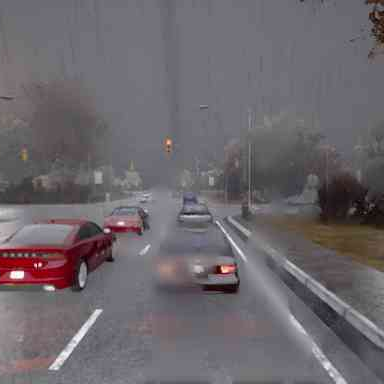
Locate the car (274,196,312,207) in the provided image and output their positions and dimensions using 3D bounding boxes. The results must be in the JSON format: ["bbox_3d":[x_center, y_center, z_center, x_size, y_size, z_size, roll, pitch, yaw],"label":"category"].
[{"bbox_3d":[13.486,1.212,43.122,5.357,1.411,2.033,0,1,-3],"label":"car"}]

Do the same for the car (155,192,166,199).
[{"bbox_3d":[-7.114,0.855,75.739,2.128,1.511,4.902,0,1,-1],"label":"car"}]

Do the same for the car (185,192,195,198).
[{"bbox_3d":[-0.554,0.679,87.369,2.128,1.511,4.902,0,1,-4],"label":"car"}]

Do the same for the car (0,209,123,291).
[{"bbox_3d":[-3.396,1.443,8.936,1.882,1.535,5.008,0,0,0],"label":"car"}]

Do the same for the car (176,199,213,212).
[{"bbox_3d":[0.131,1.376,18.556,2.128,1.511,4.902,0,1,-1],"label":"car"}]

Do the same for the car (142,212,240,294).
[{"bbox_3d":[0.101,1.514,8.863,2.033,1.411,5.357,0,0,0],"label":"car"}]

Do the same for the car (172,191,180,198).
[{"bbox_3d":[-4.003,0.700,86.388,2.128,1.511,4.902,0,1,-4],"label":"car"}]

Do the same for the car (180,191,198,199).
[{"bbox_3d":[-0.282,0.803,52.496,2.150,2.045,5.566,-1,1,1],"label":"car"}]

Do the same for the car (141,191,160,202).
[{"bbox_3d":[-7.087,0.778,55.178,2.150,2.045,5.566,0,1,0],"label":"car"}]

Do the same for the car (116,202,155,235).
[{"bbox_3d":[-3.397,1.454,17.923,1.994,1.385,4.181,0,1,0],"label":"car"}]

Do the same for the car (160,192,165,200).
[{"bbox_3d":[-7.046,0.947,65.351,2.128,1.511,4.902,0,1,0],"label":"car"}]
